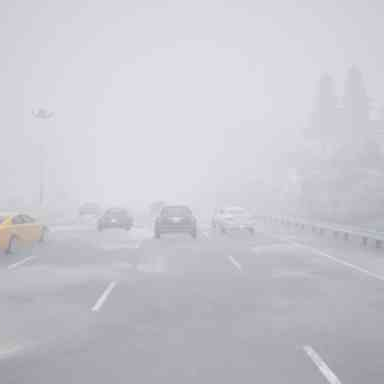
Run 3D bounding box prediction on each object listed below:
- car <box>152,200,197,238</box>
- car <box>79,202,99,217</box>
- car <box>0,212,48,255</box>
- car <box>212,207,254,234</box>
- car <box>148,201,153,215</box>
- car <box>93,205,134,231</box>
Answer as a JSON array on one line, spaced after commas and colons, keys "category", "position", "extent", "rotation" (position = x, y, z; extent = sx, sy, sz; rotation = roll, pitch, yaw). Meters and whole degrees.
[{"category": "car", "position": [-0.970, 1.435, 18.318], "extent": [2.097, 1.767, 4.553], "rotation": [0, 0, -5]}, {"category": "car", "position": [-10.192, 1.718, 33.538], "extent": [2.033, 1.411, 5.357], "rotation": [0, 0, -11]}, {"category": "car", "position": [-7.548, 1.555, 13.578], "extent": [1.882, 1.535, 5.008], "rotation": [0, 0, -4]}, {"category": "car", "position": [2.394, 1.608, 19.926], "extent": [1.812, 1.442, 4.674], "rotation": [0, 0, -6]}, {"category": "car", "position": [-3.813, 1.677, 37.166], "extent": [1.837, 1.490, 4.892], "rotation": [0, 0, -11]}, {"category": "car", "position": [-4.854, 1.670, 21.577], "extent": [1.994, 1.385, 4.181], "rotation": [0, 0, -7]}]
